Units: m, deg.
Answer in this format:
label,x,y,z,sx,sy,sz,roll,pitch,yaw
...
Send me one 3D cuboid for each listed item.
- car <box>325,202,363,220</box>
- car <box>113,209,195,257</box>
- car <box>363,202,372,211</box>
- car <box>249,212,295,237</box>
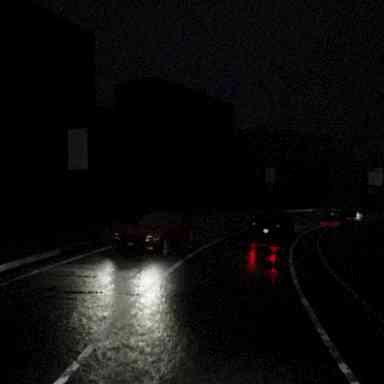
label,x,y,z,sx,sy,sz,roll,pitch,yaw
car,15.469,1.972,34.460,2.128,1.511,4.902,4,2,43
car,-1.335,1.507,13.598,1.882,1.535,5.008,1,0,17
car,23.916,2.074,47.615,4.718,1.301,1.895,1,3,-43
car,4.912,1.815,19.858,1.895,1.301,4.718,2,0,25
